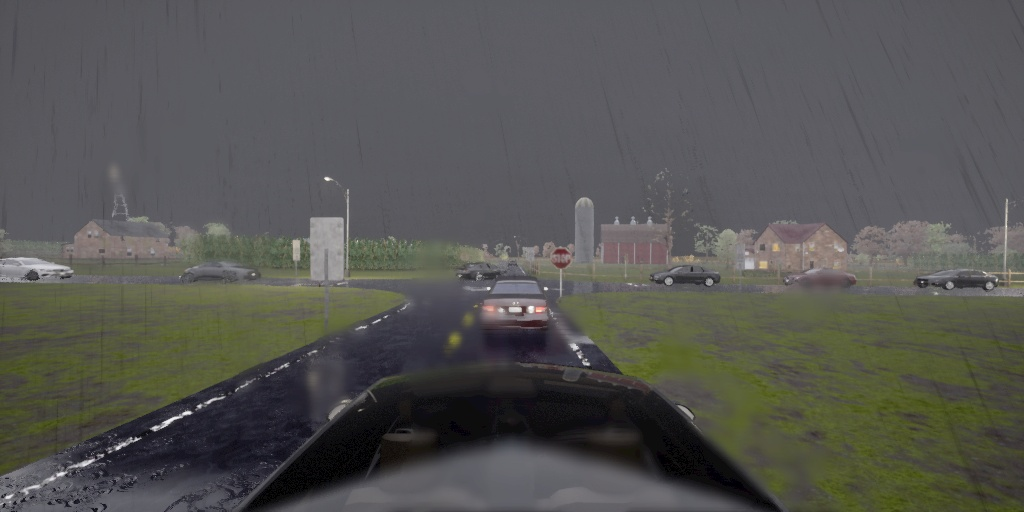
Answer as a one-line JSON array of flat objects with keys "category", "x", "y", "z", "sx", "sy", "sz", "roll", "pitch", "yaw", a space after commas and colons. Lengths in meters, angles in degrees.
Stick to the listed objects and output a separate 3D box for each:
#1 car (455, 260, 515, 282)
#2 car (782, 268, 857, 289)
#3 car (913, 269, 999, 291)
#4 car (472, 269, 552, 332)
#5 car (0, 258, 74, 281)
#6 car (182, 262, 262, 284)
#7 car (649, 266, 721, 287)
[{"category": "car", "x": -2.255, "y": 1.257, "z": 28.463, "sx": 1.837, "sy": 1.490, "sz": 4.892, "roll": 3, "pitch": 1, "yaw": 41}, {"category": "car", "x": 22.781, "y": 1.604, "z": 26.594, "sx": 4.674, "sy": 1.442, "sz": 1.812, "roll": 1, "pitch": 1, "yaw": 0}, {"category": "car", "x": 32.870, "y": 1.719, "z": 26.601, "sx": 4.892, "sy": 1.490, "sz": 1.837, "roll": 1, "pitch": 1, "yaw": 0}, {"category": "car", "x": 0.147, "y": 1.298, "z": 10.851, "sx": 2.033, "sy": 1.411, "sz": 5.357, "roll": 0, "pitch": 0, "yaw": 1}, {"category": "car", "x": -31.858, "y": 0.848, "z": 23.550, "sx": 4.674, "sy": 1.442, "sz": 1.812, "roll": 1, "pitch": 1, "yaw": 0}, {"category": "car", "x": -18.940, "y": 1.079, "z": 23.567, "sx": 4.181, "sy": 1.385, "sz": 1.994, "roll": 1, "pitch": 1, "yaw": 0}, {"category": "car", "x": 12.779, "y": 1.445, "z": 26.623, "sx": 4.892, "sy": 1.490, "sz": 1.837, "roll": 1, "pitch": 1, "yaw": 2}]
